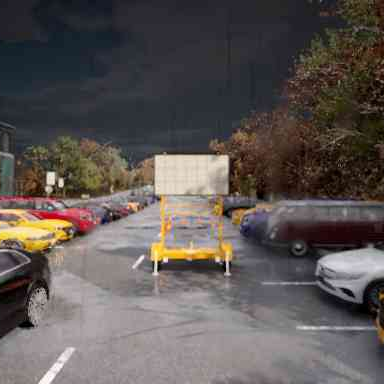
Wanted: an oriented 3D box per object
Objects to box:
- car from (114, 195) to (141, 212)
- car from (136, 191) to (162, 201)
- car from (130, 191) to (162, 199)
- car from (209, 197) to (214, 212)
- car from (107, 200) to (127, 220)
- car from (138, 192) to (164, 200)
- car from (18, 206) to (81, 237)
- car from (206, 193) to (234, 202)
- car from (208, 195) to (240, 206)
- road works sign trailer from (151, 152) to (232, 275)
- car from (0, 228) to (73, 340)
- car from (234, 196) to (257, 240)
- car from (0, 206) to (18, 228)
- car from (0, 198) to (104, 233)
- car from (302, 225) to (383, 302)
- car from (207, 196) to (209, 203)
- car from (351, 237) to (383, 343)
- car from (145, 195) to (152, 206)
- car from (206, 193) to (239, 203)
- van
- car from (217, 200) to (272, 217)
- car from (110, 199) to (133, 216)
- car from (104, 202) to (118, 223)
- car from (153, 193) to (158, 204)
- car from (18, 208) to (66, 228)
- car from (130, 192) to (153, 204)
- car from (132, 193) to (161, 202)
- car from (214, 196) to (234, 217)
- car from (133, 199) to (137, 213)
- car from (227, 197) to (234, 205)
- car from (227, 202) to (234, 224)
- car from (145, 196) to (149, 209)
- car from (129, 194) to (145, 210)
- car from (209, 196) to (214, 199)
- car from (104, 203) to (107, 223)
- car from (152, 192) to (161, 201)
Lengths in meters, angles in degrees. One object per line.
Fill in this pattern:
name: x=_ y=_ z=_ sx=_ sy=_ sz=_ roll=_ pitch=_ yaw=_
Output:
car: x=-8.043 y=1.443 z=34.774 sx=4.553 sy=1.767 sz=2.185 roll=0 pitch=0 yaw=0
car: x=-8.070 y=0.724 z=62.627 sx=4.553 sy=1.767 sz=2.185 roll=0 pitch=2 yaw=0
car: x=-8.067 y=0.820 z=57.054 sx=5.566 sy=2.045 sz=2.435 roll=0 pitch=2 yaw=0
car: x=4.821 y=1.563 z=34.960 sx=5.366 sy=1.575 sz=1.946 roll=0 pitch=1 yaw=0
car: x=-8.071 y=1.609 z=26.410 sx=5.008 sy=1.535 sz=2.097 roll=0 pitch=0 yaw=0
car: x=-8.075 y=0.756 z=65.417 sx=4.792 sy=1.488 sz=2.163 roll=0 pitch=3 yaw=0
car: x=-8.060 y=1.566 z=15.270 sx=5.008 sy=1.535 sz=2.097 roll=0 pitch=0 yaw=0
car: x=5.010 y=0.992 z=59.931 sx=4.792 sy=1.488 sz=2.163 roll=0 pitch=2 yaw=0
car: x=4.960 y=1.279 z=51.692 sx=4.792 sy=1.488 sz=2.163 roll=0 pitch=2 yaw=0
road works sign trailer: x=-0.010 y=0.525 z=10.626 sx=2.380 sy=3.560 sz=2.880 roll=0 pitch=0 yaw=0
car: x=-3.505 y=1.517 z=4.238 sx=2.128 sy=1.511 sz=4.902 roll=0 pitch=0 yaw=0
car: x=4.997 y=1.315 z=15.323 sx=5.566 sy=2.045 sz=2.435 roll=0 pitch=0 yaw=0
car: x=-8.081 y=1.411 z=9.830 sx=4.553 sy=1.767 sz=2.185 roll=0 pitch=0 yaw=0
car: x=-8.029 y=1.330 z=18.055 sx=5.566 sy=2.045 sz=2.435 roll=0 pitch=0 yaw=0
car: x=5.036 y=1.561 z=6.967 sx=4.674 sy=1.452 sz=2.002 roll=0 pitch=0 yaw=0
car: x=4.989 y=1.390 z=46.112 sx=5.008 sy=1.535 sz=2.097 roll=0 pitch=1 yaw=0
car: x=5.042 y=1.505 z=4.182 sx=5.008 sy=1.535 sz=2.097 roll=0 pitch=0 yaw=0
car: x=-8.111 y=1.480 z=43.131 sx=4.792 sy=1.488 sz=2.163 roll=0 pitch=1 yaw=0
car: x=5.169 y=1.066 z=57.140 sx=5.366 sy=1.575 sz=1.946 roll=0 pitch=2 yaw=0
van: x=4.912 y=1.325 z=12.538 sx=4.442 sy=1.987 sz=1.878 roll=0 pitch=0 yaw=0
car: x=5.014 y=1.588 z=32.171 sx=5.008 sy=1.535 sz=2.097 roll=0 pitch=0 yaw=0
car: x=-8.074 y=1.604 z=29.199 sx=5.008 sy=1.535 sz=2.097 roll=0 pitch=0 yaw=0
car: x=-8.092 y=1.636 z=23.622 sx=4.792 sy=1.488 sz=2.163 roll=0 pitch=0 yaw=0
car: x=-8.120 y=1.285 z=51.499 sx=4.792 sy=1.488 sz=2.163 roll=0 pitch=1 yaw=0
car: x=-7.866 y=1.548 z=12.487 sx=5.366 sy=1.575 sz=1.946 roll=0 pitch=0 yaw=0
car: x=-8.116 y=1.268 z=45.915 sx=4.553 sy=1.767 sz=2.185 roll=0 pitch=1 yaw=0
car: x=-8.104 y=0.965 z=59.855 sx=5.008 sy=1.535 sz=2.097 roll=0 pitch=2 yaw=0
car: x=5.040 y=1.352 z=29.381 sx=5.566 sy=2.045 sz=2.435 roll=0 pitch=0 yaw=0
car: x=-8.068 y=1.630 z=31.988 sx=4.674 sy=1.452 sz=2.002 roll=0 pitch=0 yaw=0
car: x=5.048 y=1.482 z=23.801 sx=4.553 sy=1.767 sz=2.185 roll=0 pitch=0 yaw=0
car: x=5.014 y=1.597 z=21.015 sx=5.008 sy=1.535 sz=2.097 roll=0 pitch=0 yaw=0
car: x=-8.050 y=1.528 z=40.344 sx=4.792 sy=1.488 sz=2.163 roll=0 pitch=1 yaw=0
car: x=-8.045 y=1.413 z=37.554 sx=4.553 sy=1.767 sz=2.185 roll=0 pitch=1 yaw=0
car: x=4.992 y=1.450 z=43.195 sx=4.892 sy=1.521 sz=2.231 roll=0 pitch=1 yaw=0
car: x=-8.063 y=1.636 z=20.837 sx=4.674 sy=1.452 sz=2.002 roll=0 pitch=0 yaw=0
car: x=-8.099 y=1.169 z=54.276 sx=4.892 sy=1.521 sz=2.231 roll=0 pitch=2 yaw=0
